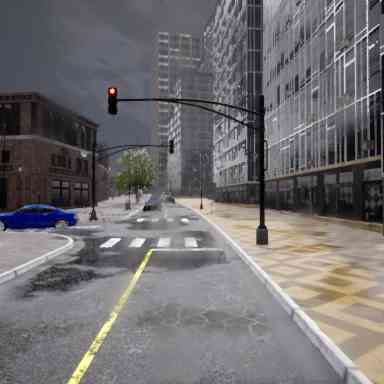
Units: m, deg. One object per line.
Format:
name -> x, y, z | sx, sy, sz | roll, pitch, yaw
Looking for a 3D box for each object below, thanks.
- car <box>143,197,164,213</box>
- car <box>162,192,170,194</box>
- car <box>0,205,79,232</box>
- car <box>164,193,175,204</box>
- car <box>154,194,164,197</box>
car -> -4.361, 1.560, 36.960 | 1.994, 1.385, 4.181 | 0, 0, -5
car -> -5.794, 1.045, 74.652 | 2.150, 2.045, 5.566 | 0, 0, -9
car -> -9.318, 1.516, 19.671 | 5.008, 1.535, 1.882 | 0, 1, -23
car -> -4.320, 1.498, 64.314 | 1.837, 1.490, 4.892 | 0, 0, -8
car -> -5.961, 1.469, 54.049 | 1.882, 1.535, 5.008 | 0, 0, -6
